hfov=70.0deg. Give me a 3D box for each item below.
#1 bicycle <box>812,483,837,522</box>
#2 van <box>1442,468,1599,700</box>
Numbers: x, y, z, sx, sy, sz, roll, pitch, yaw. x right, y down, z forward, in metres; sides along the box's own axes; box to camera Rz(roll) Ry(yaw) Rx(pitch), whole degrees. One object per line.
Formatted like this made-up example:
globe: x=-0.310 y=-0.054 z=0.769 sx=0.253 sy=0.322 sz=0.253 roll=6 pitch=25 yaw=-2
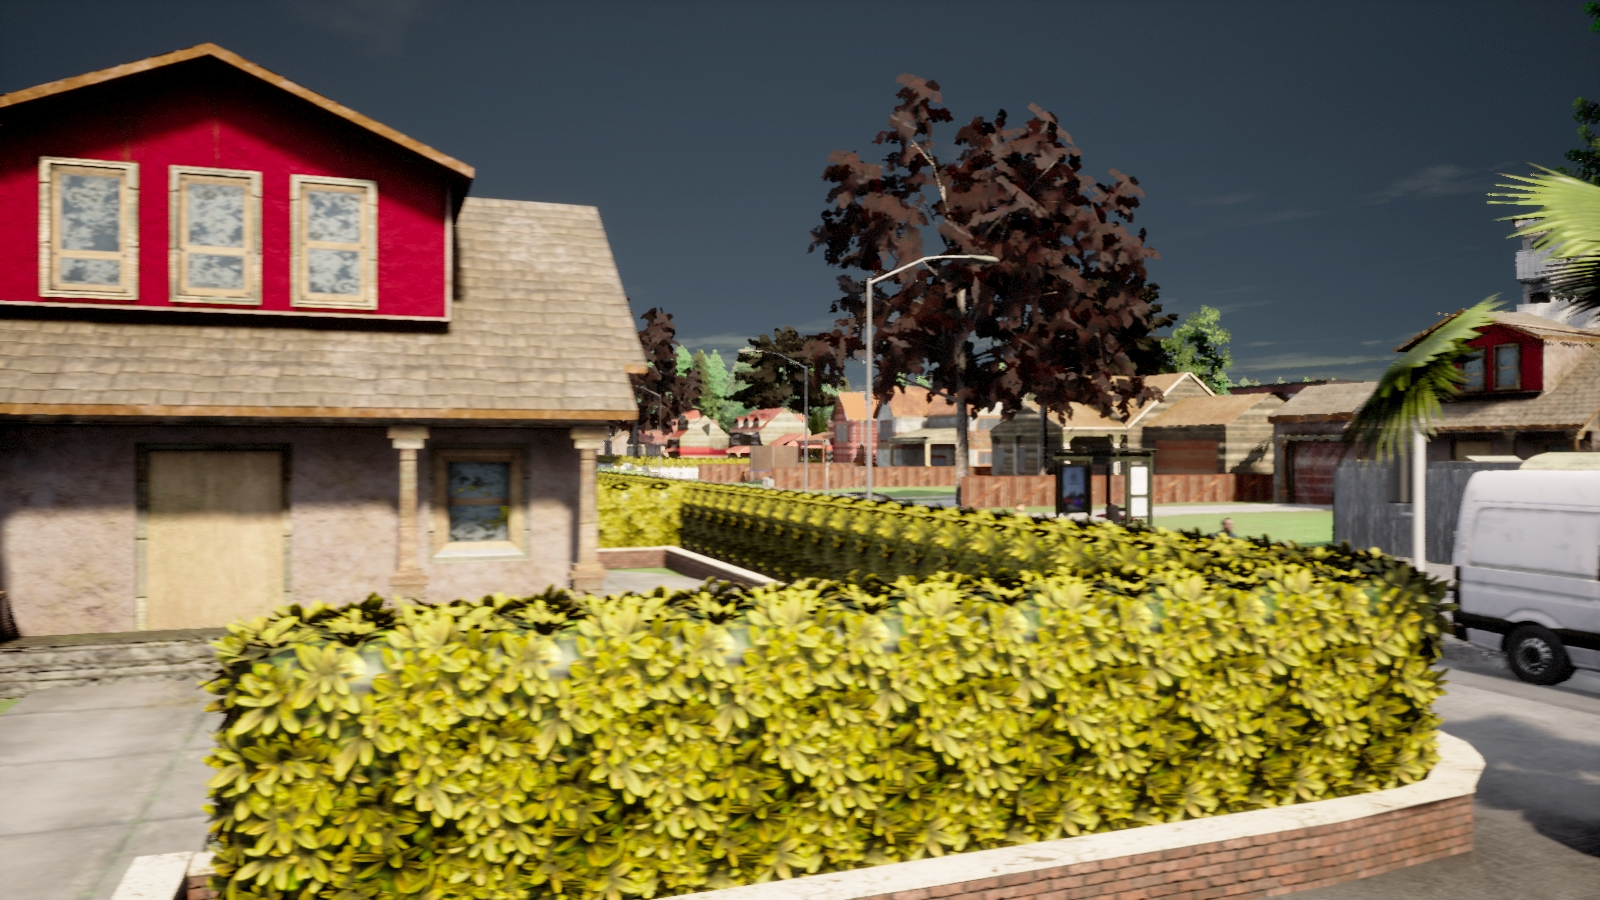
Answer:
bicycle: x=0.950 y=2.051 z=45.133 sx=0.329 sy=1.471 sz=1.835 roll=0 pitch=0 yaw=-20
van: x=10.276 y=1.532 z=12.347 sx=1.988 sy=2.561 sz=5.915 roll=0 pitch=0 yaw=-21
